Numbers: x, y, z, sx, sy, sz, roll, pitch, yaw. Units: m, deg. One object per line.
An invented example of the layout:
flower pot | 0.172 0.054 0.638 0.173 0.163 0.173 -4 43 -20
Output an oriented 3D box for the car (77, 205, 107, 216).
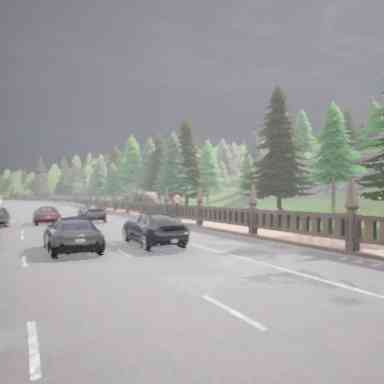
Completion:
car | -8.602 1.820 28.474 2.128 1.511 4.902 0 -1 -27

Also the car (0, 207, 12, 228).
car | -14.386 1.821 24.391 2.033 1.411 5.357 0 -1 -27

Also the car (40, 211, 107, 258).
car | -4.901 1.721 13.657 1.994 1.385 4.181 0 -1 -27

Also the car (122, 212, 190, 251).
car | -1.783 1.686 15.242 1.837 1.490 4.892 0 0 -27

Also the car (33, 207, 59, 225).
car | -11.739 1.870 26.924 1.994 1.385 4.181 0 -1 -27

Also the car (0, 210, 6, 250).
car | -7.973 1.641 11.971 1.837 1.490 4.892 0 0 -27
